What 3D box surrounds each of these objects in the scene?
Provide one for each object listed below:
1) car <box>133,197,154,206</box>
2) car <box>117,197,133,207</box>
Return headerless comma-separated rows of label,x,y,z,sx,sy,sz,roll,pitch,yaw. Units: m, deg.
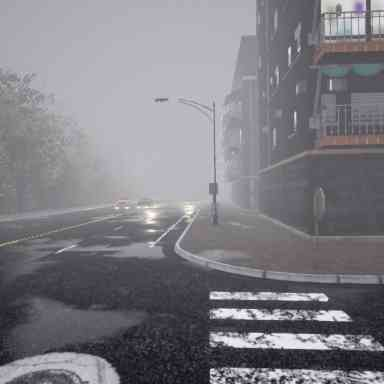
car,-7.435,1.551,53.623,2.033,1.411,5.357,-1,0,3
car,-10.680,1.525,53.810,1.882,1.535,5.008,-1,0,3
